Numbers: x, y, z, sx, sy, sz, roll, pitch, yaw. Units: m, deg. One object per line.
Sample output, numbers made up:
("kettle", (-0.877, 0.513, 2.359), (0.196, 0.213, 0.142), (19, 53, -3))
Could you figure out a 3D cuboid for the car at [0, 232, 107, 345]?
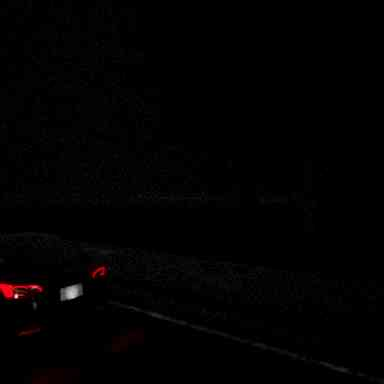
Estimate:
("car", (-3.635, 1.479, 6.156), (4.792, 1.488, 2.163), (0, 0, 36))
